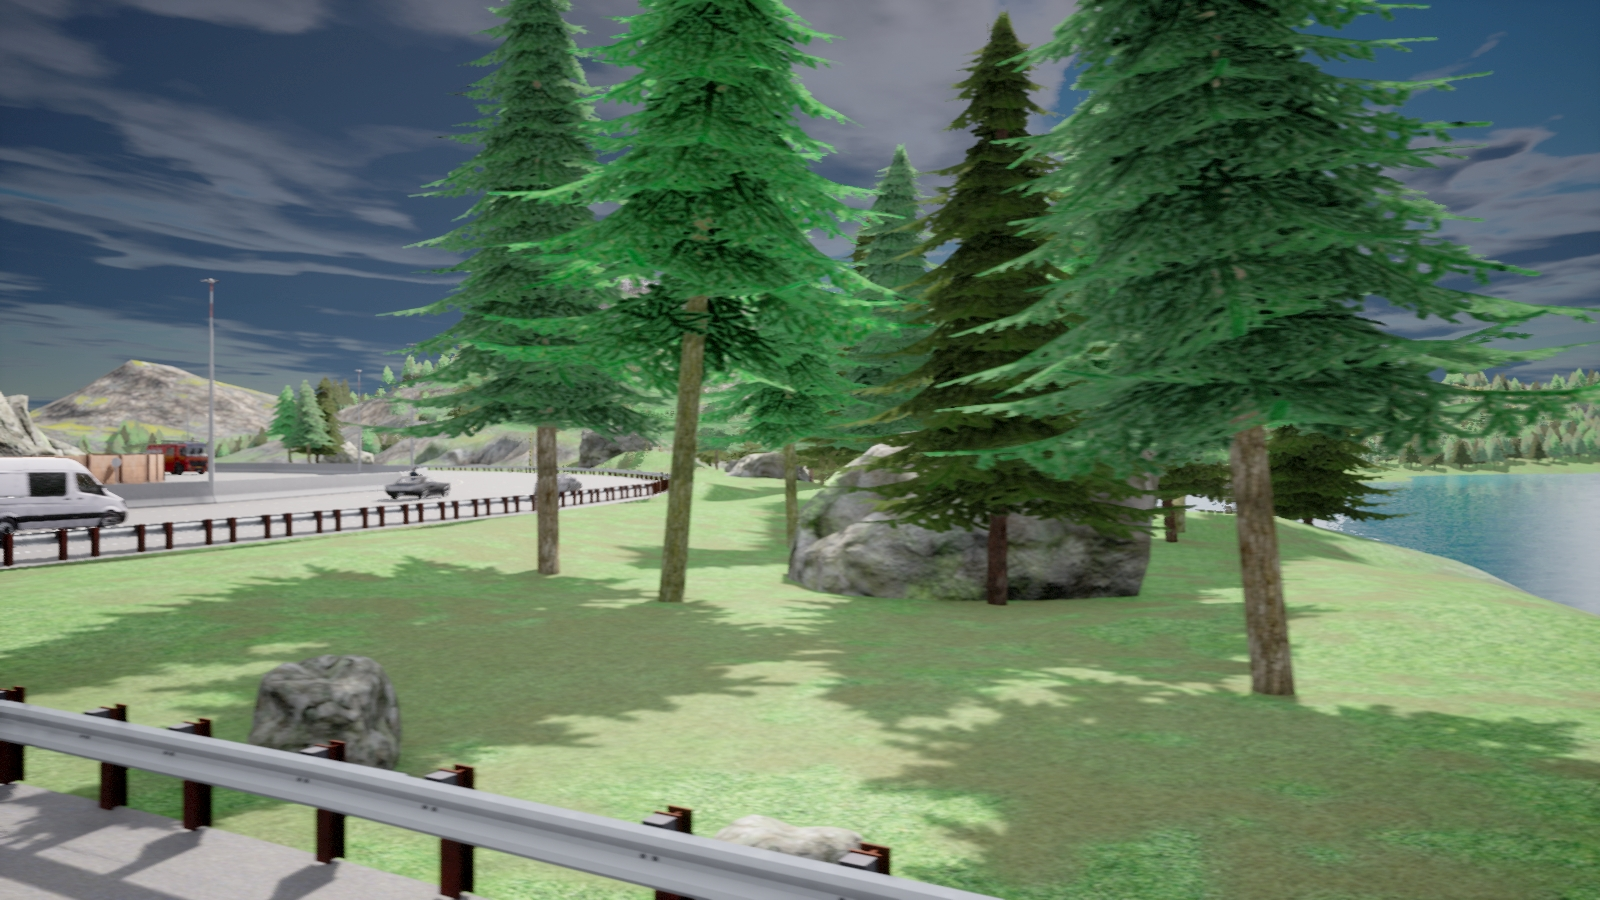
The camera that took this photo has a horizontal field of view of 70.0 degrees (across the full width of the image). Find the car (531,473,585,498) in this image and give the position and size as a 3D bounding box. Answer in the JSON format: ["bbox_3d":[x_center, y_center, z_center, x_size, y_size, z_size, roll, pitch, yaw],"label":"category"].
[{"bbox_3d":[-14.369,2.096,68.064,1.994,1.385,4.181,0,0,5],"label":"car"}]

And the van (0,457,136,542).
[{"bbox_3d":[-24.842,1.527,37.117,1.988,2.561,5.915,0,0,17],"label":"van"}]

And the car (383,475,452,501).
[{"bbox_3d":[-21.684,2.135,64.990,1.895,1.301,4.718,0,0,7],"label":"car"}]
